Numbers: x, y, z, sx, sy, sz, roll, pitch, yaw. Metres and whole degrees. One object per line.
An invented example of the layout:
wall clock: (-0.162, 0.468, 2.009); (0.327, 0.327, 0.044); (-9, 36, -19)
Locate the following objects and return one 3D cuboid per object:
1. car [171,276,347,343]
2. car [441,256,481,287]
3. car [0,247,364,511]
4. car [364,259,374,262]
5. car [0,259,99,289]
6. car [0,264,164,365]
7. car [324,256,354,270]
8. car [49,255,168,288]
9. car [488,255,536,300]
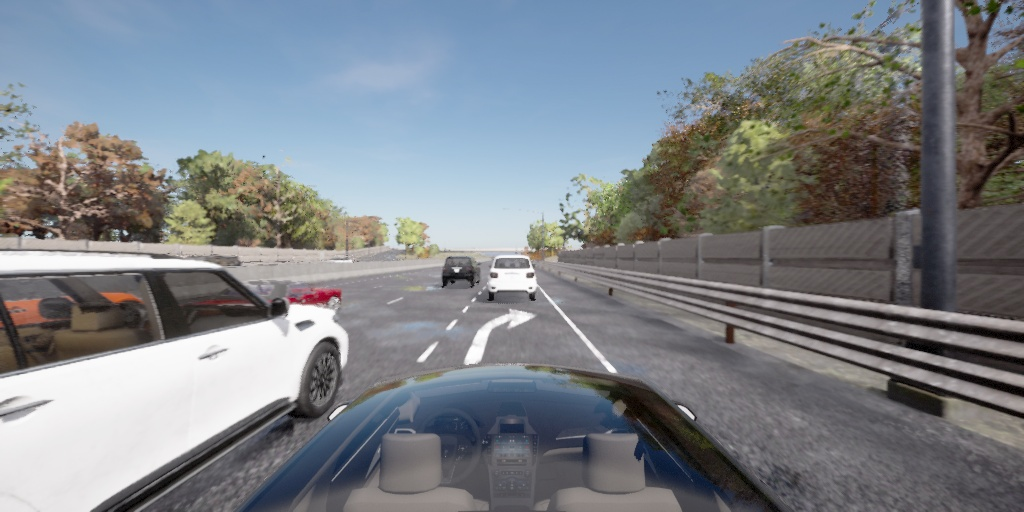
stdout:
car: (-6.897, 1.357, 10.597); (1.895, 1.301, 4.718); (0, 0, 0)
car: (-3.401, 0.997, 24.724); (2.150, 2.045, 5.566); (0, 0, 0)
car: (-3.399, 0.972, 2.741); (2.150, 2.045, 5.566); (0, 0, 0)
car: (-24.503, 1.336, 60.044); (1.882, 1.535, 5.008); (0, 0, 0)
car: (-31.584, 1.120, 24.248); (2.097, 1.767, 4.553); (0, 0, 0)
car: (-10.400, 1.105, 7.356); (2.097, 1.767, 4.553); (0, 0, 0)
car: (-28.004, 1.091, 58.137); (2.150, 2.045, 5.566); (0, 1, 0)
car: (-28.085, 0.995, 25.355); (2.150, 2.045, 5.566); (0, 0, 0)
car: (0.001, 0.987, 17.875); (2.150, 2.045, 5.566); (0, 0, 0)
